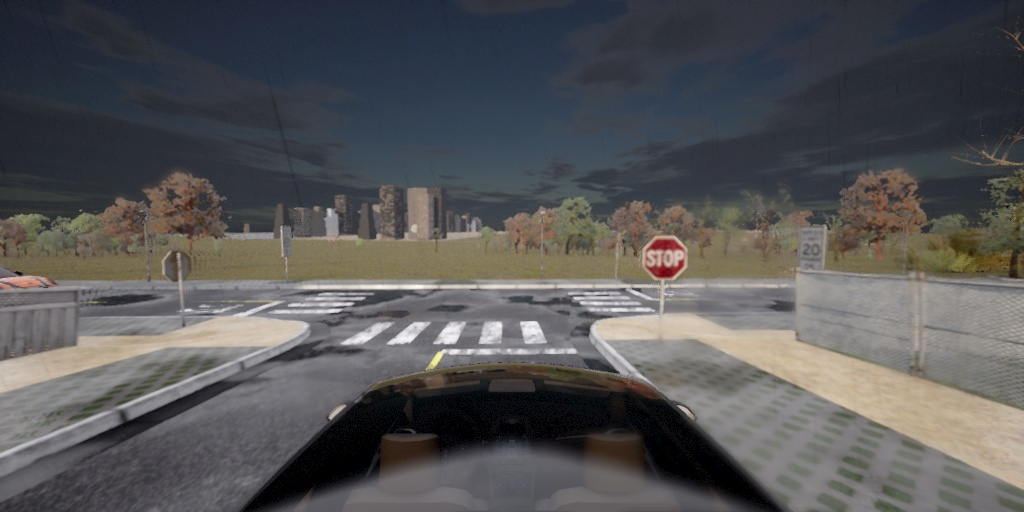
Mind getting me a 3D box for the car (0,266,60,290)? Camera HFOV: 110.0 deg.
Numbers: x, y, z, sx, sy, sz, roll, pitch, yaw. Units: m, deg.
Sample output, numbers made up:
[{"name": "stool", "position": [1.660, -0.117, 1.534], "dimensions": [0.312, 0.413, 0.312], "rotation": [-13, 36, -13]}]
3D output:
[{"name": "car", "position": [-19.613, 1.069, 12.993], "dimensions": [4.553, 1.767, 2.097], "rotation": [0, 4, -2]}]
